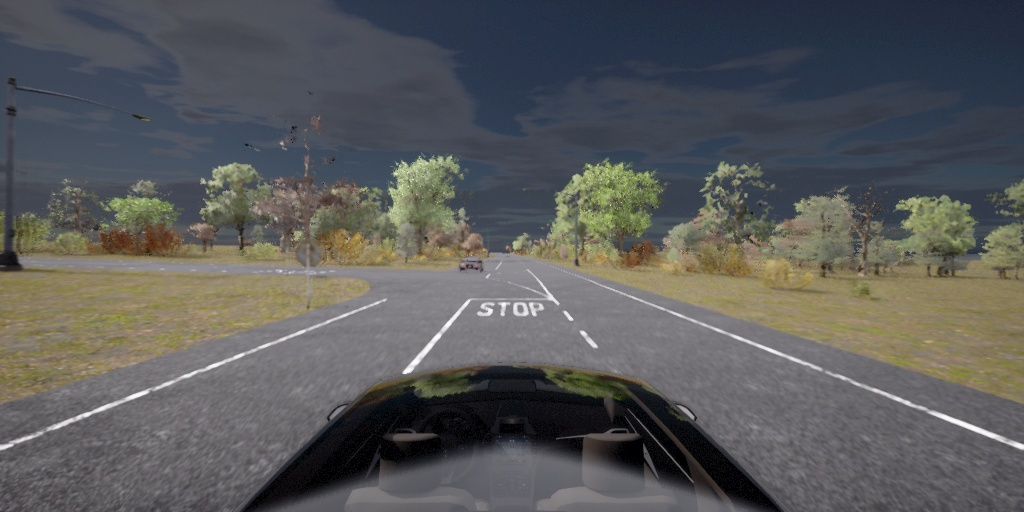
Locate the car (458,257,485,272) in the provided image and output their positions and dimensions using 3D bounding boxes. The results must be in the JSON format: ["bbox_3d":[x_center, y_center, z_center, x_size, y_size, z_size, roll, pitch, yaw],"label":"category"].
[{"bbox_3d":[-3.520,0.741,31.850,1.994,1.385,4.181,1,-1,0],"label":"car"}]
